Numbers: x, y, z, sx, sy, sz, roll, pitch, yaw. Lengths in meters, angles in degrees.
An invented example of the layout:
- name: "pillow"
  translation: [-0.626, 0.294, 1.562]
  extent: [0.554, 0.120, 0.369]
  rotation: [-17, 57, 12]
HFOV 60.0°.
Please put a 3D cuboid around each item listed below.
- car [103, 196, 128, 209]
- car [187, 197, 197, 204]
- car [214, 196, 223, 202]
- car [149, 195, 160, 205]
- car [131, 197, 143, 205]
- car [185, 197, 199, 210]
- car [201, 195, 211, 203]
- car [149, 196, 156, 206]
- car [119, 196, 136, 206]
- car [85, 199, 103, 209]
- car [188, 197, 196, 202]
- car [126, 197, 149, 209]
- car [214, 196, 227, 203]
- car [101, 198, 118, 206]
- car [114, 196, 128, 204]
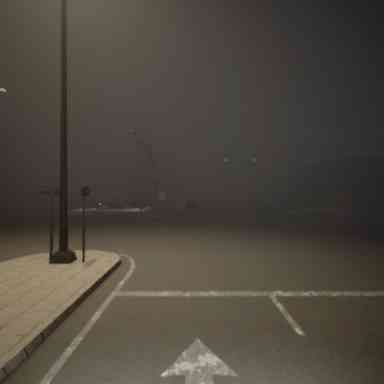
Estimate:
- name: "car"
  translation: [-11.578, 1.712, 50.682]
  extent: [1.882, 1.535, 5.008]
  rotation: [0, 0, 0]
- name: "car"
  translation: [-0.011, 1.875, 78.104]
  extent: [2.128, 1.511, 4.902]
  rotation: [0, 0, 0]
- name: "car"
  translation: [6.988, 1.826, 88.526]
  extent: [2.033, 1.411, 5.357]
  rotation: [0, 0, 0]
- name: "car"
  translation: [-8.009, 1.544, 69.201]
  extent: [2.150, 2.045, 5.566]
  rotation: [0, 0, 0]
- name: "car"
  translation: [-11.509, 1.845, 69.637]
  extent: [1.812, 1.442, 4.674]
  rotation: [0, 0, 0]
- name: "car"
  translation: [-0.007, 1.696, 47.495]
  extent: [1.882, 1.535, 5.008]
  rotation: [0, 0, 0]
- name: "car"
  translation: [3.489, 1.906, 78.521]
  extent: [1.994, 1.385, 4.181]
  rotation: [0, 0, 0]
- name: "car"
  translation: [-8.037, 1.871, 58.629]
  extent: [1.895, 1.301, 4.718]
  rotation: [0, 0, 1]
- name: "car"
  translation: [-11.526, 1.628, 59.719]
  extent: [2.097, 1.767, 4.553]
  rotation: [0, 0, 0]
- name: "car"
  translation: [-15.076, 1.799, 50.868]
  extent: [1.994, 1.385, 4.181]
  rotation: [0, 0, 0]
- name: "car"
  translation: [-0.012, 1.882, 88.555]
  extent: [1.895, 1.301, 4.718]
  rotation: [0, 0, 0]
- name: "car"
  translation: [-8.084, 1.794, 49.875]
  extent: [1.994, 1.385, 4.181]
  rotation: [0, 0, 0]
- name: "car"
  translation: [6.989, 1.709, 78.493]
  extent: [2.097, 1.767, 4.553]
  rotation: [0, 0, 0]
- name: "car"
  translation: [-15.008, 1.844, 60.564]
  extent: [1.994, 1.385, 4.181]
  rotation: [0, 0, 0]
- name: "car"
  translation: [-15.010, 1.681, 70.554]
  extent: [2.097, 1.767, 4.553]
  rotation: [0, 0, 0]
